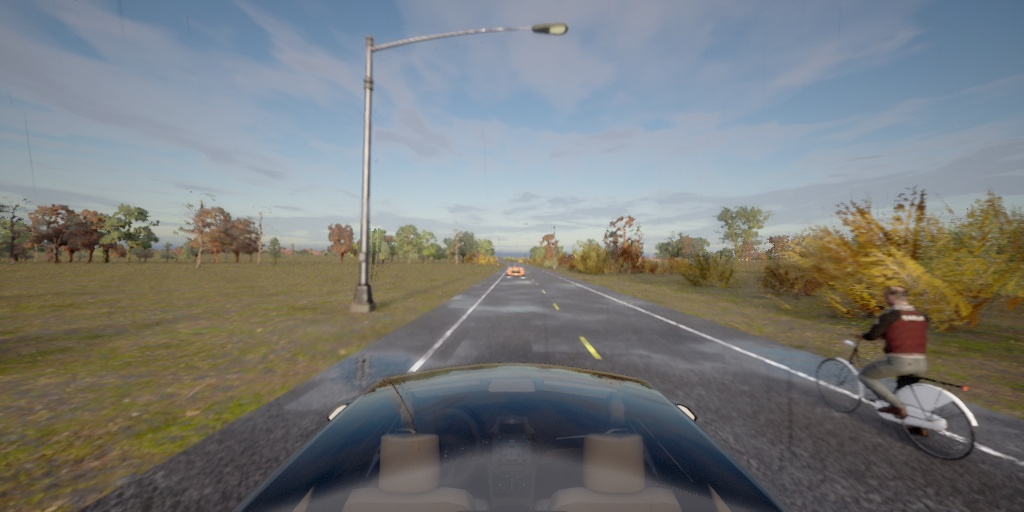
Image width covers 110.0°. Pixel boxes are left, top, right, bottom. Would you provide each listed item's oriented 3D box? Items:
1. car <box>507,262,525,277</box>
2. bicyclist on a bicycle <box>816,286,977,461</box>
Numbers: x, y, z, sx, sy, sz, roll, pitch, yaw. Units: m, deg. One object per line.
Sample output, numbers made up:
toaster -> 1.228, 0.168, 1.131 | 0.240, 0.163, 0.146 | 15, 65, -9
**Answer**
car -> 0.476, 1.631, 44.461 | 2.097, 1.767, 4.553 | 1, -1, 1
bicyclist on a bicycle -> 4.446, 1.238, 4.354 | 0.659, 1.776, 1.843 | 1, 0, 1
